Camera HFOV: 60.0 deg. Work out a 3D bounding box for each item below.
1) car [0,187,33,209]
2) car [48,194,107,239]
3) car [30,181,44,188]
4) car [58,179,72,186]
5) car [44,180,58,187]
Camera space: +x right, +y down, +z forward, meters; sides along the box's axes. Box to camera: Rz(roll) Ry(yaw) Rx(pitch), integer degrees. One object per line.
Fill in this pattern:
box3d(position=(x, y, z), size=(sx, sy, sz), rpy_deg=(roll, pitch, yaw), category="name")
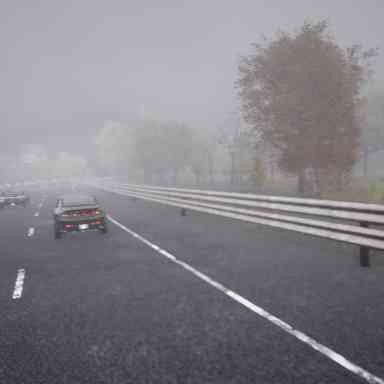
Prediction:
box3d(position=(-14.133, 0.547, 26.654), size=(1.895, 1.301, 4.718), rpy_deg=(-4, 4, -22), category="car")
box3d(position=(-4.706, 0.836, 13.575), size=(1.837, 1.490, 4.892), rpy_deg=(-4, 4, -24), category="car")
box3d(position=(-38.104, -1.767, 80.806), size=(2.033, 1.411, 5.357), rpy_deg=(-4, 4, -18), category="car")
box3d(position=(-31.746, -2.437, 83.783), size=(2.097, 1.767, 4.553), rpy_deg=(-4, 4, -18), category="car")
box3d(position=(-35.056, -2.210, 82.669), size=(2.097, 1.767, 4.553), rpy_deg=(-4, 4, -18), category="car")
